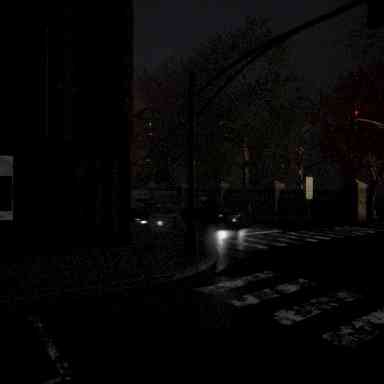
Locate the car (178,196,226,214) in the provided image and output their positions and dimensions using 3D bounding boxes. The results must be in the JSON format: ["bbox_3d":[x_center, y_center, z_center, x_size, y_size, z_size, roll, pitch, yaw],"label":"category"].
[{"bbox_3d":[0.839,1.136,30.542,1.752,1.417,4.829,1,0,-36],"label":"car"}]

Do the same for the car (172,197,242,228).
[{"bbox_3d":[0.995,1.260,20.466,1.812,1.442,4.674,0,1,-36],"label":"car"}]

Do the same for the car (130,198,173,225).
[{"bbox_3d":[-2.584,1.260,21.002,1.802,1.307,4.206,2,0,-36],"label":"car"}]

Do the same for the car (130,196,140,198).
[{"bbox_3d":[-5.841,1.162,25.479,1.802,1.307,4.206,2,0,-36],"label":"car"}]

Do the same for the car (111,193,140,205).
[{"bbox_3d":[-8.834,0.871,43.837,2.008,1.369,4.403,1,0,-36],"label":"car"}]

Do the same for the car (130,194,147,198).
[{"bbox_3d":[-4.364,1.097,27.839,1.812,1.442,4.674,0,1,-36],"label":"car"}]
